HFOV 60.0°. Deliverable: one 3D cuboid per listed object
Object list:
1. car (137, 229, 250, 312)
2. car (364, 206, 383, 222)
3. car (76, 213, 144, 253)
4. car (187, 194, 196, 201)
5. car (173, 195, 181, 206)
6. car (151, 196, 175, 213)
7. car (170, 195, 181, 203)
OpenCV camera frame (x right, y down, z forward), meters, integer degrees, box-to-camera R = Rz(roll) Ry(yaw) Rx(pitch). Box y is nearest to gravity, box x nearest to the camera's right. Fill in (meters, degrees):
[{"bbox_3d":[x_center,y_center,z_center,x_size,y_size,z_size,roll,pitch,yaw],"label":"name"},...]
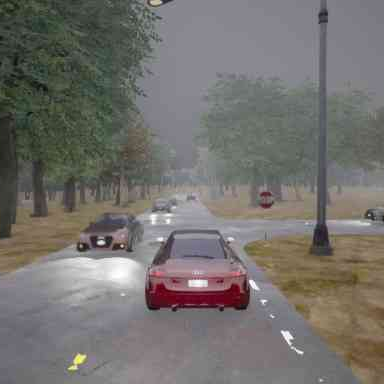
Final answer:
[{"bbox_3d":[0.090,1.558,7.796,1.994,1.385,4.181,0,0,0],"label":"car"},{"bbox_3d":[13.896,1.346,22.252,4.181,1.385,1.994,-1,1,2],"label":"car"},{"bbox_3d":[-3.137,1.544,13.481,1.994,1.385,4.181,0,0,0],"label":"car"},{"bbox_3d":[-0.154,1.220,72.814,1.837,1.490,4.892,0,0,0],"label":"car"},{"bbox_3d":[-3.198,1.414,50.563,2.033,1.411,5.357,0,0,0],"label":"car"},{"bbox_3d":[-3.172,1.426,35.424,1.837,1.490,4.892,1,0,0],"label":"car"},{"bbox_3d":[-3.182,1.301,65.410,1.812,1.442,4.674,0,1,0],"label":"car"}]
